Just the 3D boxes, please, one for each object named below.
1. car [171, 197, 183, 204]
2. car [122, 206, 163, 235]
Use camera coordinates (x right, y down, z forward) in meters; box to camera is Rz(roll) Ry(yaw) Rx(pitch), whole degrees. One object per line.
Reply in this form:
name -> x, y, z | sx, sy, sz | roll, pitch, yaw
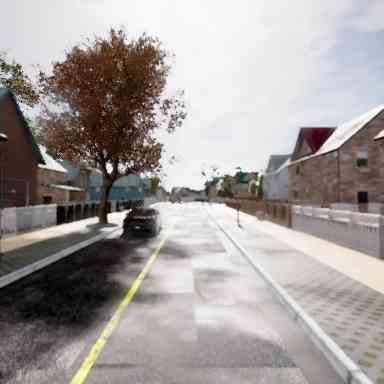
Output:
car -> -2.756, 1.660, 60.400 | 1.837, 1.490, 4.892 | 0, -1, 0
car -> -2.852, 1.602, 19.874 | 1.882, 1.535, 5.008 | 0, 0, 0
